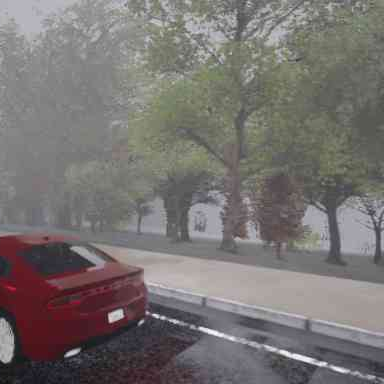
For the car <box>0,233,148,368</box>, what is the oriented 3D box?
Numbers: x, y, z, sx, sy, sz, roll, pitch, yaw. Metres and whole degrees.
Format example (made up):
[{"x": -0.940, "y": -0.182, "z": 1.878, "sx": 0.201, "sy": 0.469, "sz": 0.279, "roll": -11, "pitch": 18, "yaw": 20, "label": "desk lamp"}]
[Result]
[{"x": -3.012, "y": 1.476, "z": 5.825, "sx": 5.008, "sy": 1.535, "sz": 1.882, "roll": 0, "pitch": 0, "yaw": 36, "label": "car"}]
